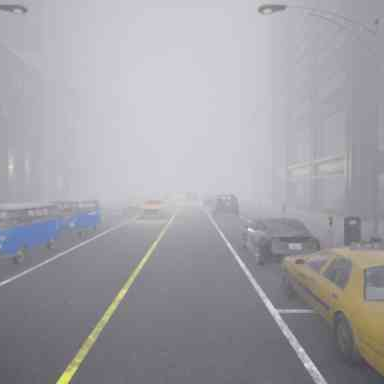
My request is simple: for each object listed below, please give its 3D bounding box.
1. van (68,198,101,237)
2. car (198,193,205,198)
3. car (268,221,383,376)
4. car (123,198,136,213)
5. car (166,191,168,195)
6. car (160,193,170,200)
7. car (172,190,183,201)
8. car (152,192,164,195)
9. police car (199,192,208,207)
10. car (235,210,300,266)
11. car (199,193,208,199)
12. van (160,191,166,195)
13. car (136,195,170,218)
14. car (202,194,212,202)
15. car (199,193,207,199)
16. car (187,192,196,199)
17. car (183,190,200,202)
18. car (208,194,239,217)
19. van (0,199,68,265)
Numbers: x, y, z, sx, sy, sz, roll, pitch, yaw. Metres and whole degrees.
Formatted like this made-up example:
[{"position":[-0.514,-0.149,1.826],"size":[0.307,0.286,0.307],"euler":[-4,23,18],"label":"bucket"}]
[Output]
[{"position":[-5.772,1.207,16.576],"size":[1.690,1.788,3.998],"euler":[0,0,0],"label":"van"},{"position":[2.705,0.857,95.252],"size":[1.947,1.339,4.313],"euler":[0,0,0],"label":"car"},{"position":[2.760,1.480,5.524],"size":[1.752,1.417,4.829],"euler":[0,0,0],"label":"car"},{"position":[-5.782,1.263,33.261],"size":[1.752,1.417,4.829],"euler":[0,0,0],"label":"car"},{"position":[-5.800,1.080,61.522],"size":[2.008,1.369,4.403],"euler":[0,0,0],"label":"car"},{"position":[-5.806,0.974,72.589],"size":[1.752,1.417,4.829],"euler":[0,0,0],"label":"car"},{"position":[-3.044,0.695,68.159],"size":[2.150,2.045,5.566],"euler":[0,0,0],"label":"car"},{"position":[-5.793,1.156,50.286],"size":[1.887,1.381,4.507],"euler":[0,0,0],"label":"car"},{"position":[2.340,1.089,43.159],"size":[1.930,1.638,5.238],"euler":[0,0,0],"label":"police car"},{"position":[2.757,1.477,10.973],"size":[1.947,1.339,4.313],"euler":[0,0,0],"label":"car"},{"position":[2.715,0.989,78.396],"size":[1.802,1.307,4.206],"euler":[0,0,0],"label":"car"},{"position":[-5.796,0.911,55.903],"size":[1.690,1.788,3.998],"euler":[0,0,0],"label":"van"},{"position":[-3.114,1.259,27.487],"size":[1.882,1.535,5.008],"euler":[0,0,0],"label":"car"},{"position":[2.725,1.053,61.710],"size":[1.752,1.417,4.829],"euler":[0,0,0],"label":"car"},{"position":[2.711,0.891,84.184],"size":[1.752,1.417,4.829],"euler":[0,0,0],"label":"car"},{"position":[-0.048,0.751,77.688],"size":[2.128,1.511,4.902],"euler":[0,0,0],"label":"car"},{"position":[-0.037,0.752,61.216],"size":[2.150,2.045,5.566],"euler":[0,0,0],"label":"car"},{"position":[2.746,1.094,27.827],"size":[2.192,1.841,5.009],"euler":[0,0,0],"label":"car"},{"position":[-5.768,1.252,10.957],"size":[1.690,1.788,3.998],"euler":[0,0,0],"label":"van"}]
